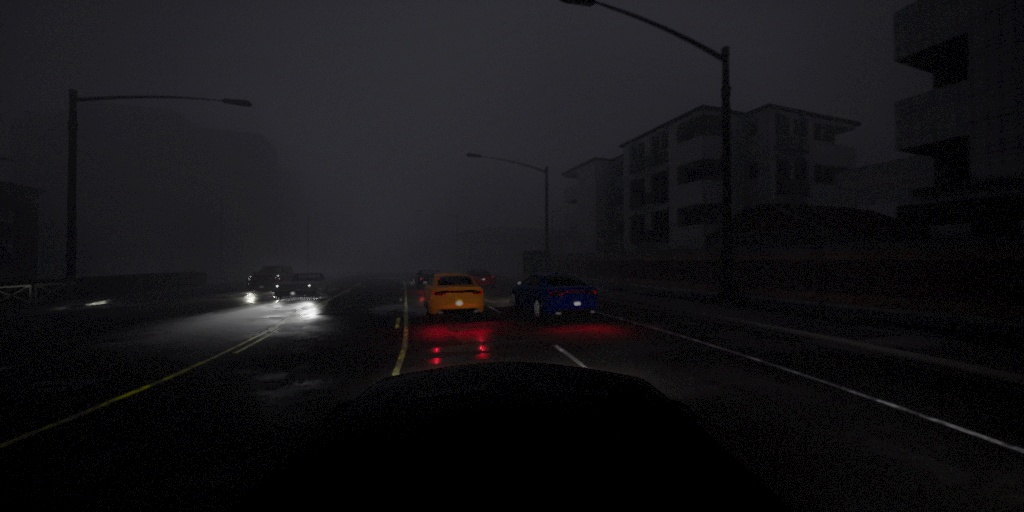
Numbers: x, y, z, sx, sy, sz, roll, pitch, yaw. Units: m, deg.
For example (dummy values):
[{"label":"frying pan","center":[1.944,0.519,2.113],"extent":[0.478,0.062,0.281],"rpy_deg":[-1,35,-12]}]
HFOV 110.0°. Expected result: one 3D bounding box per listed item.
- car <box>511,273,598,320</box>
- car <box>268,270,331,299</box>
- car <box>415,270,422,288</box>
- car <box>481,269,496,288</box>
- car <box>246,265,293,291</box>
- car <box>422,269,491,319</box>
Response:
[{"label":"car","center":[1.367,1.367,13.465],"extent":[1.882,1.535,5.008],"rpy_deg":[0,-1,-15]},{"label":"car","center":[-11.684,1.617,20.228],"extent":[1.895,1.301,4.718],"rpy_deg":[0,-1,-17]},{"label":"car","center":[-6.367,1.686,27.370],"extent":[1.895,1.301,4.718],"rpy_deg":[0,-1,-17]},{"label":"car","center":[-2.559,1.630,26.901],"extent":[1.994,1.385,4.181],"rpy_deg":[0,-1,-17]},{"label":"car","center":[-16.898,1.449,25.457],"extent":[2.097,1.767,4.553],"rpy_deg":[0,-1,-17]},{"label":"car","center":[-2.356,1.384,13.876],"extent":[1.882,1.535,5.008],"rpy_deg":[0,-1,-16]}]
